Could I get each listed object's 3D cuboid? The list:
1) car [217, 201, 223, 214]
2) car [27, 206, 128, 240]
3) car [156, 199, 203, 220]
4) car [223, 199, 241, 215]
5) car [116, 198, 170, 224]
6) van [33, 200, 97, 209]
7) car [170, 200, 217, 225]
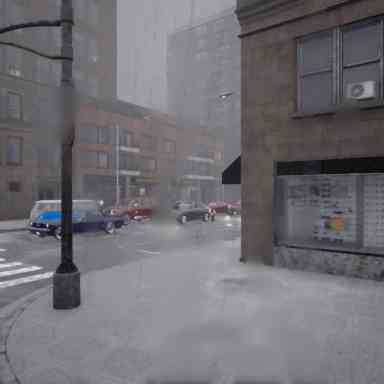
[{"bbox_3d":[2.307,1.575,33.343,1.887,1.381,4.507,0,0,36],"label":"car"},{"bbox_3d":[-5.889,1.617,17.332,1.895,1.301,4.718,0,0,37],"label":"car"},{"bbox_3d":[-0.971,1.466,28.808,1.967,1.590,4.097,0,0,36],"label":"car"},{"bbox_3d":[5.354,1.383,32.836,2.097,1.767,4.553,0,0,36],"label":"car"},{"bbox_3d":[-4.248,1.337,24.272,2.192,1.841,5.009,0,0,36],"label":"car"},{"bbox_3d":[-7.526,1.358,19.736,1.690,1.788,3.998,0,0,36],"label":"van"},{"bbox_3d":[-0.418,1.529,24.862,1.837,1.490,4.892,0,0,36],"label":"car"}]
